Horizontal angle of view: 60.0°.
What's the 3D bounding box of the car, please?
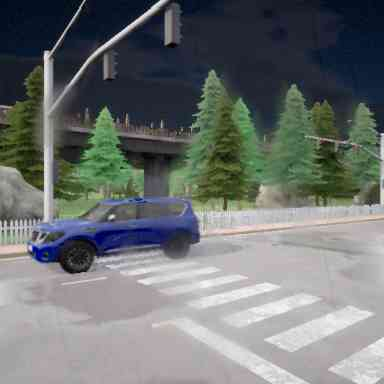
[{"bbox_3d":[-2.282,1.221,10.959,5.566,2.045,2.150,0,0,-35],"label":"car"}]
